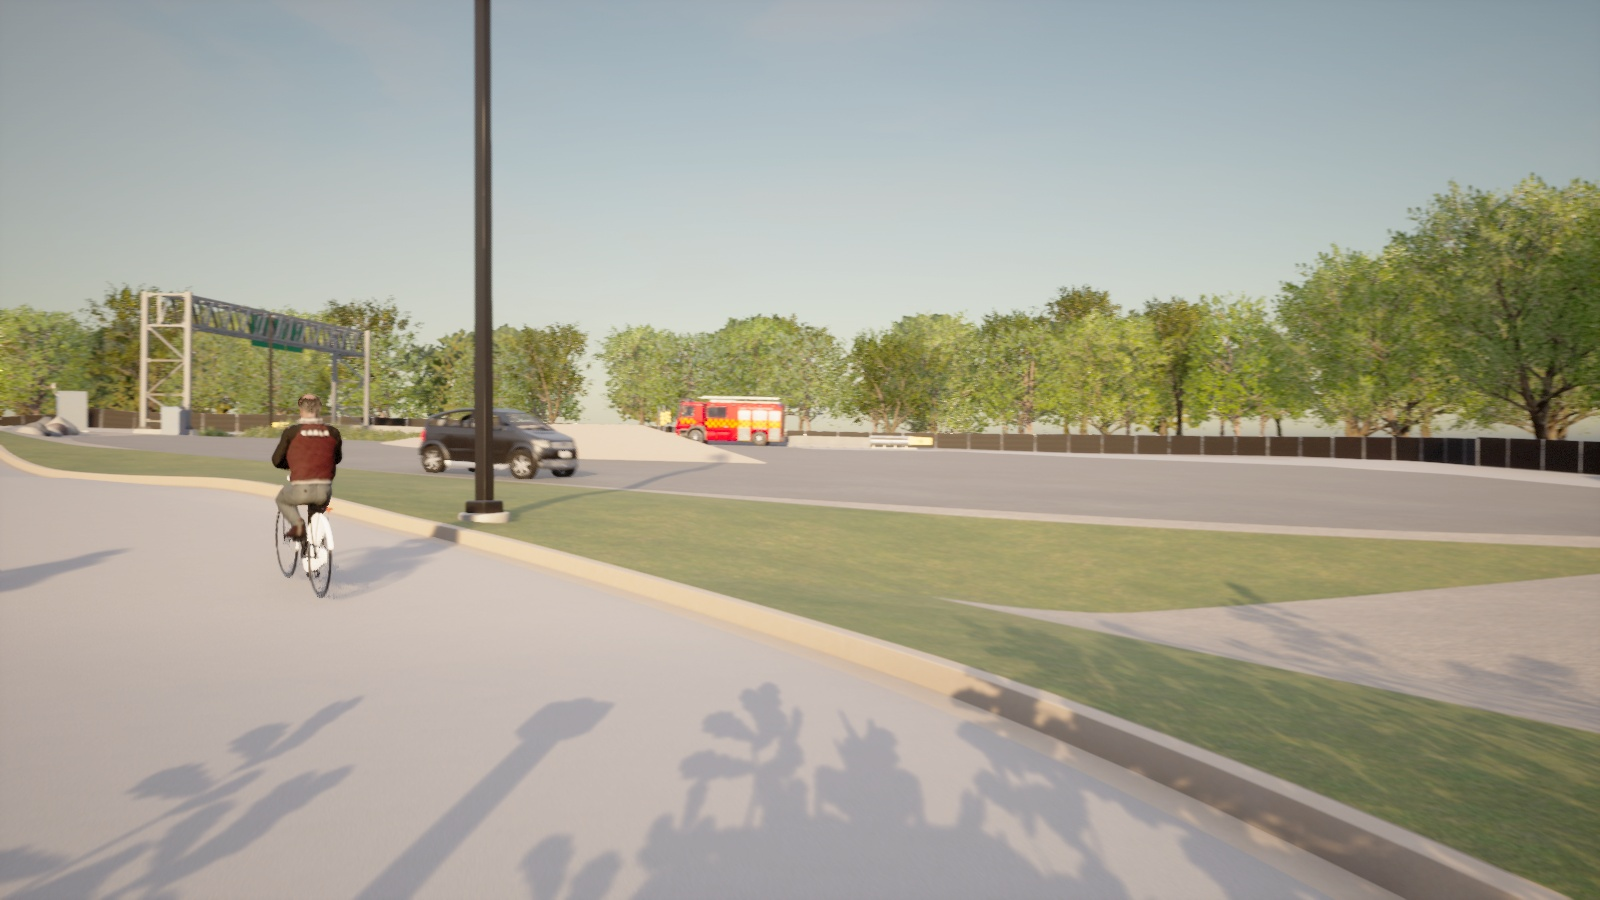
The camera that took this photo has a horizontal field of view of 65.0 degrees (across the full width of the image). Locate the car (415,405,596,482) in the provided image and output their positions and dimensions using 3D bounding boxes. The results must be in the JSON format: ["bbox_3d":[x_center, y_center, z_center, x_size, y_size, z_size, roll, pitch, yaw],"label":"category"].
[{"bbox_3d":[-6.737,-0.177,28.728,3.705,1.549,1.789,3,2,25],"label":"car"}]

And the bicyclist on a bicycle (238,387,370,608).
[{"bbox_3d":[-4.508,0.362,11.339,0.659,1.776,1.843,0,5,-36],"label":"bicyclist on a bicycle"}]

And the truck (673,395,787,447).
[{"bbox_3d":[-5.436,-2.265,98.522,8.468,3.827,2.891,1,0,6],"label":"truck"}]
